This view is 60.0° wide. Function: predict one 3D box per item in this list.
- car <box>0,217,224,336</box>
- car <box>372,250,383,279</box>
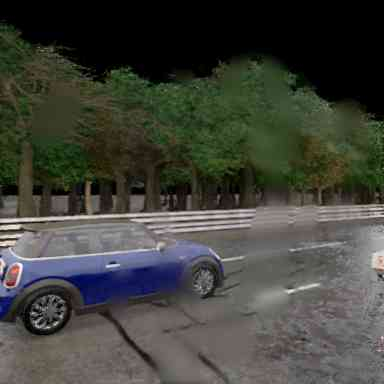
[{"bbox_3d":[-1.504,1.350,6.911,4.553,1.767,2.097,0,0,-35],"label":"car"},{"bbox_3d":[6.558,1.617,8.217,4.718,1.301,1.895,0,0,-34],"label":"car"}]
